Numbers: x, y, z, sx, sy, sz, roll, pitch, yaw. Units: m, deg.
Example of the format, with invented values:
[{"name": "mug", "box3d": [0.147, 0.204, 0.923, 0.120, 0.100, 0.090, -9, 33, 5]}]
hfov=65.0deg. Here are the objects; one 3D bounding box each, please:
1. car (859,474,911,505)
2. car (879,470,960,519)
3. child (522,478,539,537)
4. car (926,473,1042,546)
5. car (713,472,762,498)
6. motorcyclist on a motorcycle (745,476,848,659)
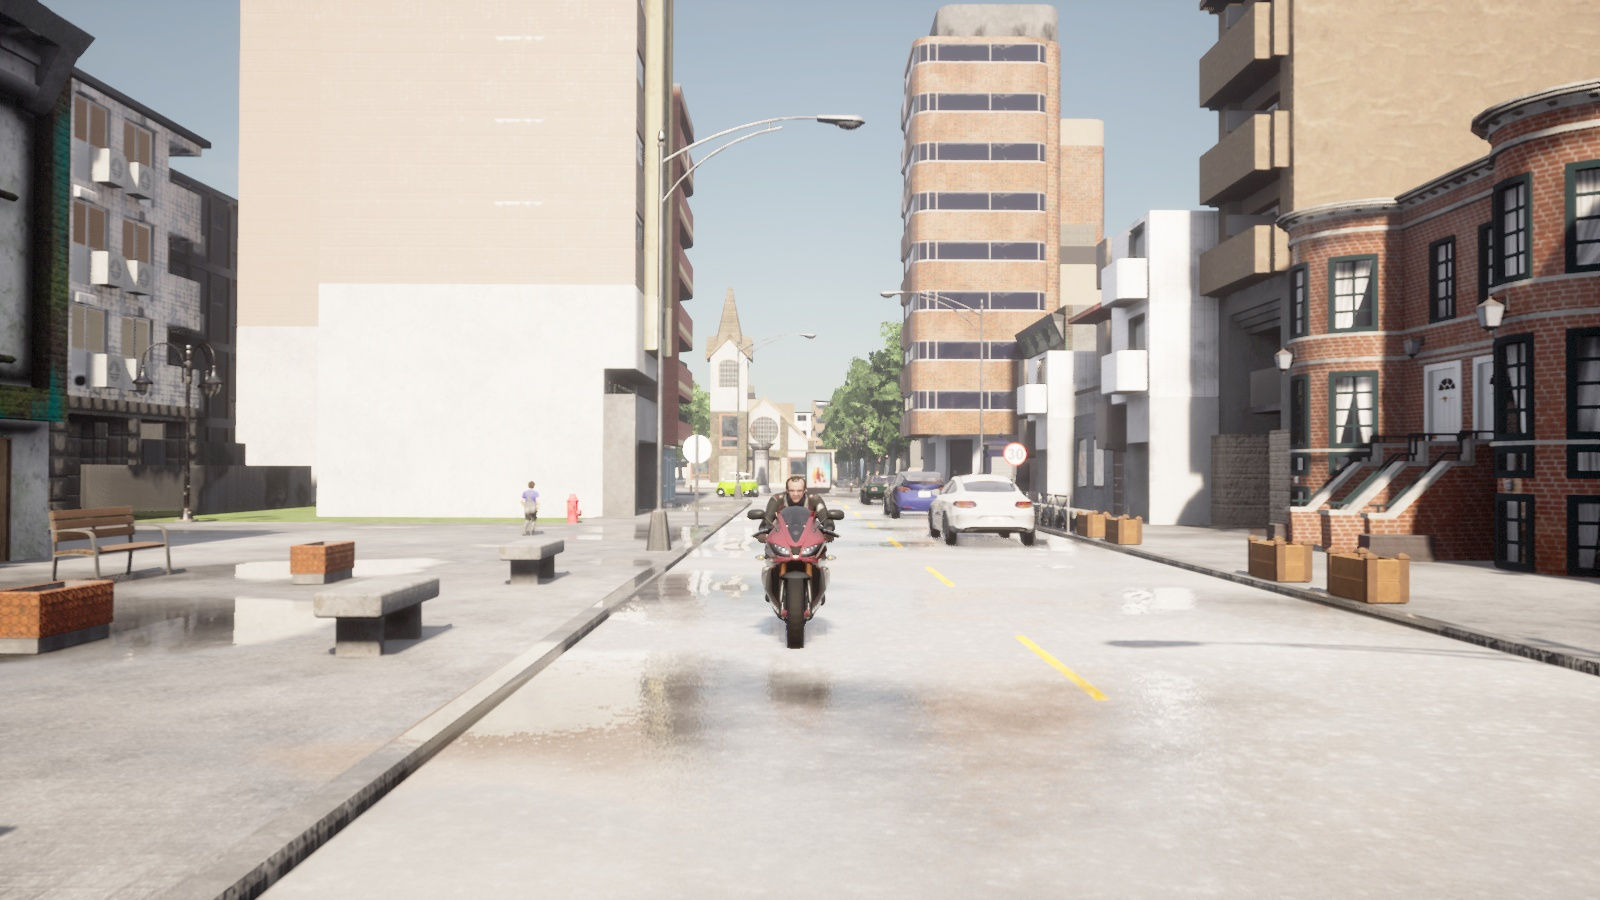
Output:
[{"name": "car", "box3d": [3.725, 1.735, 55.949, 1.895, 1.301, 4.718, 0, -1, -1]}, {"name": "car", "box3d": [3.843, 1.412, 41.138, 2.163, 1.488, 4.792, 0, -1, 0]}, {"name": "child", "box3d": [-5.797, 1.229, 27.023, 0.270, 1.263, 0.437, 0, -1, 0]}, {"name": "car", "box3d": [3.903, 1.231, 27.355, 1.812, 1.442, 4.674, 0, -1, 0]}, {"name": "car", "box3d": [-3.370, 1.900, 68.100, 2.207, 1.376, 1.481, 0, -1, 29]}, {"name": "motorcyclist on a motorcycle", "box3d": [-0.032, 1.023, 11.755, 0.866, 1.530, 2.191, 0, -1, 0]}]
